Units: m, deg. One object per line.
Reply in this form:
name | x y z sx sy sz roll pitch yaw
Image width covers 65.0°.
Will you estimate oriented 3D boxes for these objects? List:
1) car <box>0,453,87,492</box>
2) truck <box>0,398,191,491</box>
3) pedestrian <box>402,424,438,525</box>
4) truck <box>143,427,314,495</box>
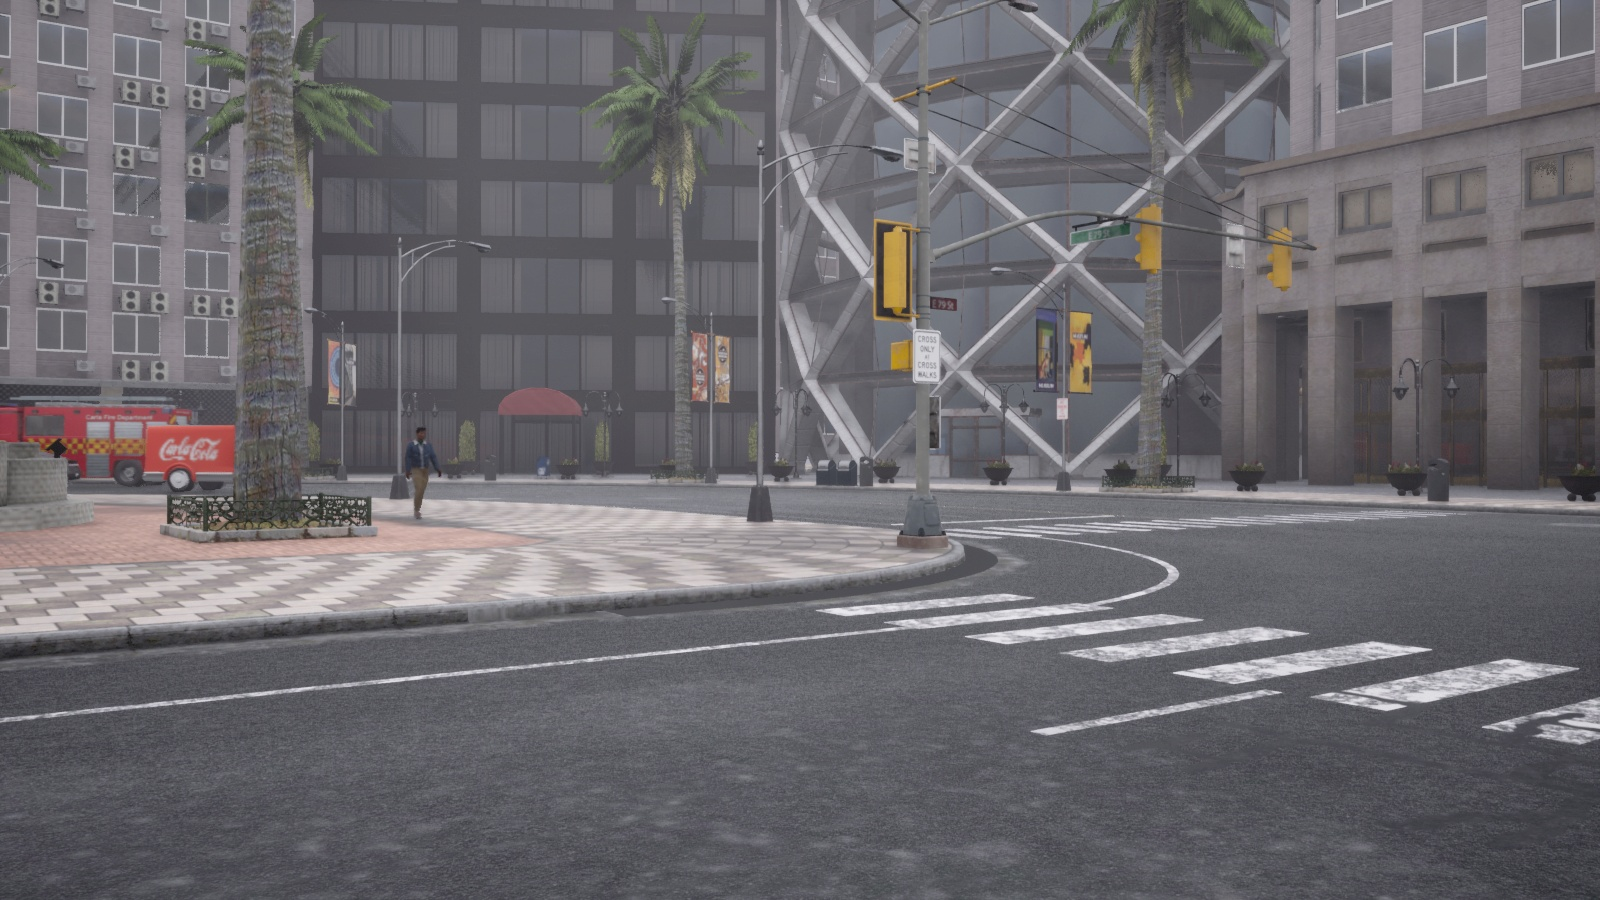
car | -31.498 0.890 50.070 4.902 1.511 2.128 0 0 -7
truck | -30.998 -0.223 53.703 8.468 3.827 2.891 0 0 -5
pedestrian | -7.444 0.477 24.596 0.423 1.949 0.788 0 0 -36
truck | -21.311 0.418 46.994 5.204 2.467 2.627 0 0 3
